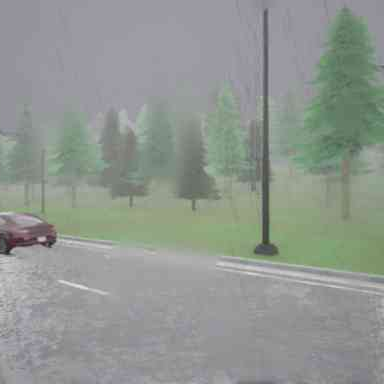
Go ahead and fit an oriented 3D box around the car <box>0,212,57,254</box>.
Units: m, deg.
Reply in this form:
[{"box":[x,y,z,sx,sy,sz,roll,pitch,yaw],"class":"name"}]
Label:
[{"box":[-7.315,1.534,13.432,4.674,1.442,1.812,0,0,36],"class":"car"}]
